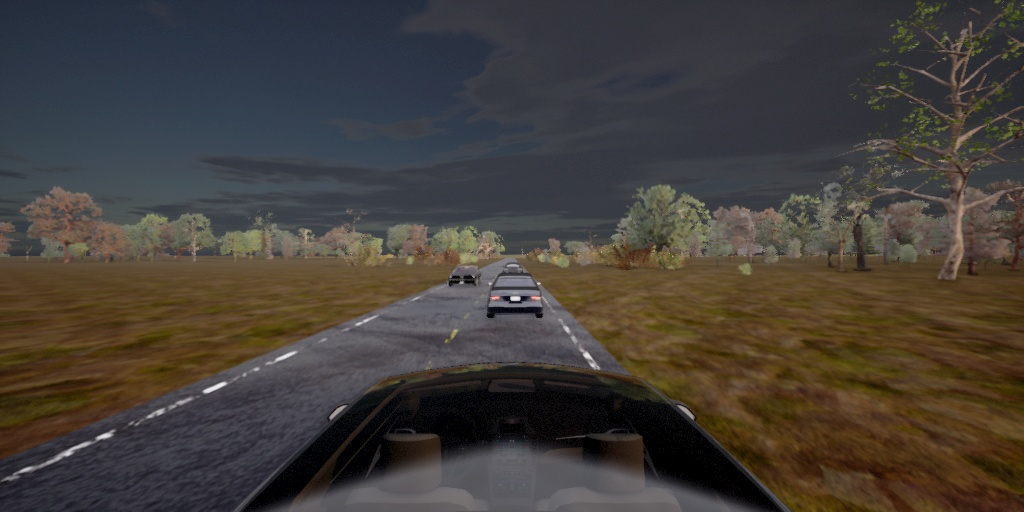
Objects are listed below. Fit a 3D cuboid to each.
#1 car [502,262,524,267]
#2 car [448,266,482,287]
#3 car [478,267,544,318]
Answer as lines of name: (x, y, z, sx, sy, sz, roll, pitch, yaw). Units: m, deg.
car: (0.095, 1.275, 32.340, 1.812, 1.442, 4.674, 0, 0, 0)
car: (-3.105, 1.349, 24.392, 1.895, 1.301, 4.718, 0, 0, 0)
car: (0.099, 1.297, 13.019, 2.033, 1.411, 5.357, 0, 0, 0)
